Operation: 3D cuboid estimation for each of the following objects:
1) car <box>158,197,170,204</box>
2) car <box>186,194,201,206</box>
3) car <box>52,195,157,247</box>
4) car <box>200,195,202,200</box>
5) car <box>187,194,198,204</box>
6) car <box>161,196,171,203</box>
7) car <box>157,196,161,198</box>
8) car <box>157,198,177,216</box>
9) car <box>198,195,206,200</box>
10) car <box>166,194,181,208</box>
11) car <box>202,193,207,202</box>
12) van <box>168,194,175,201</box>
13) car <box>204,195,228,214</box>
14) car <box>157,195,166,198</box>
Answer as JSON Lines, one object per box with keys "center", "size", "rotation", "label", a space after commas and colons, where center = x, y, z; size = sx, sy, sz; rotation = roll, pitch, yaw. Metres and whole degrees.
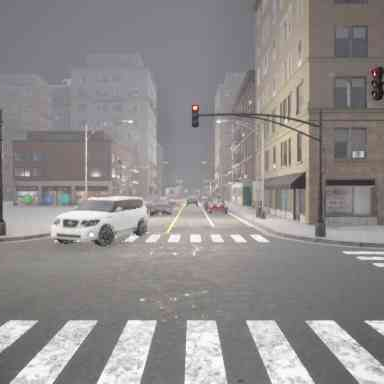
{"center": [-5.333, 1.586, 63.706], "size": [1.802, 1.307, 4.206], "rotation": [0, 0, 0], "label": "car"}
{"center": [0.047, 1.508, 54.009], "size": [1.837, 1.490, 4.892], "rotation": [0, 0, 0], "label": "car"}
{"center": [-3.946, 1.221, 15.564], "size": [2.150, 2.045, 5.566], "rotation": [1, 0, 18], "label": "car"}
{"center": [2.682, 1.528, 52.544], "size": [1.752, 1.417, 4.829], "rotation": [0, 0, 0], "label": "car"}
{"center": [0.055, 1.356, 64.125], "size": [2.097, 1.767, 4.553], "rotation": [0, 0, 0], "label": "car"}
{"center": [-5.328, 1.530, 69.197], "size": [1.752, 1.417, 4.829], "rotation": [0, 0, 0], "label": "car"}
{"center": [-5.353, 1.553, 41.058], "size": [2.008, 1.369, 4.403], "rotation": [0, 0, 0], "label": "car"}
{"center": [-2.821, 1.548, 32.302], "size": [2.033, 1.411, 5.357], "rotation": [0, 0, 0], "label": "car"}
{"center": [2.717, 1.575, 92.008], "size": [1.947, 1.339, 4.313], "rotation": [0, 0, 0], "label": "car"}
{"center": [-2.783, 1.355, 48.834], "size": [2.097, 1.767, 4.553], "rotation": [0, 0, 0], "label": "car"}
{"center": [2.672, 1.317, 41.050], "size": [2.192, 1.841, 5.009], "rotation": [0, 0, 0], "label": "car"}
{"center": [-5.313, 1.349, 86.353], "size": [1.690, 1.788, 3.998], "rotation": [0, 0, 0], "label": "van"}
{"center": [2.667, 1.441, 35.388], "size": [1.967, 1.590, 4.097], "rotation": [0, 0, 0], "label": "car"}
{"center": [-5.348, 1.317, 46.720], "size": [2.192, 1.841, 5.009], "rotation": [0, 0, 0], "label": "car"}
